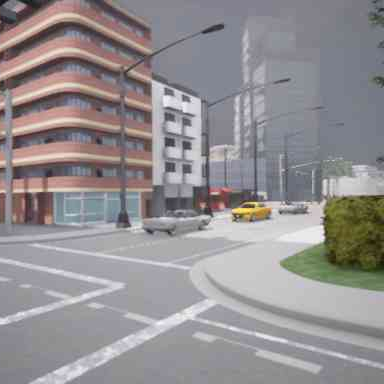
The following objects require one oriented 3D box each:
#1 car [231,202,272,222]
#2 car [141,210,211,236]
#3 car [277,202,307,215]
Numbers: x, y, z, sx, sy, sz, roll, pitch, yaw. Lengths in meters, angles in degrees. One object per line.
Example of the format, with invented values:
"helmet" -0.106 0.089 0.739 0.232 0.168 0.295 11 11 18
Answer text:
"car" 5.072 1.637 28.195 1.882 1.535 5.008 -1 -1 36
"car" -0.869 1.760 19.945 1.895 1.301 4.718 -1 -1 36
"car" 11.020 1.759 36.418 1.895 1.301 4.718 -1 -1 36
